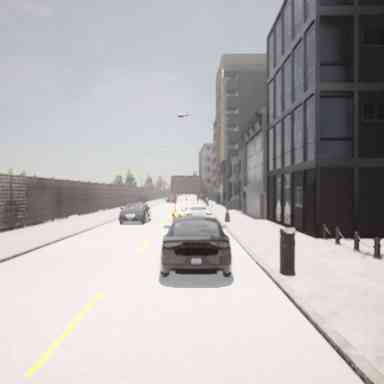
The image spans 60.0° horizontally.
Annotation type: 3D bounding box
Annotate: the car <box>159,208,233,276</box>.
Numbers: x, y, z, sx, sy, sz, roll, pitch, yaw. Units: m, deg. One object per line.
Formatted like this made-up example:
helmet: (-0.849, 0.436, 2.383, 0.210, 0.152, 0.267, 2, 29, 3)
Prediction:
car: (0.104, 1.477, 10.354, 1.882, 1.535, 5.008, 0, 0, 0)

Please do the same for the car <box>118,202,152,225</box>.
car: (-4.095, 1.490, 24.458, 2.128, 1.511, 4.902, 0, 0, 0)

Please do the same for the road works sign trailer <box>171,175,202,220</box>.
road works sign trailer: (-0.473, 0.463, 25.713, 2.380, 3.560, 2.880, 0, 0, -15)

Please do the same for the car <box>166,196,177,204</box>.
car: (-4.019, 1.501, 65.409, 1.837, 1.490, 4.892, 0, 0, 1)

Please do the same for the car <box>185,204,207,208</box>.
car: (0.270, 1.541, 22.179, 1.812, 1.442, 4.674, -1, -1, -5)
